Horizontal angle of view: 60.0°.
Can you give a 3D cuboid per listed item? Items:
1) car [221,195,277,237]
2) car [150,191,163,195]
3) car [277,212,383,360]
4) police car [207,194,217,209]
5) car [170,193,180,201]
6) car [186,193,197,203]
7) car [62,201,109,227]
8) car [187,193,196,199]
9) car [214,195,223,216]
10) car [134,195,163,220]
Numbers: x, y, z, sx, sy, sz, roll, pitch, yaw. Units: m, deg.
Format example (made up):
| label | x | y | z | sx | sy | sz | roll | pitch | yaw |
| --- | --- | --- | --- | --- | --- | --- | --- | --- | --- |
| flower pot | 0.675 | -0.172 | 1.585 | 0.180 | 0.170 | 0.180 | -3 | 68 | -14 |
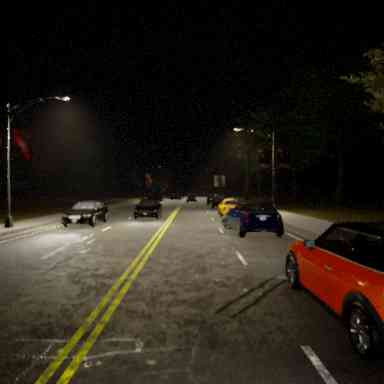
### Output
| label | x | y | z | sx | sy | sz | roll | pitch | yaw |
| --- | --- | --- | --- | --- | --- | --- | --- | --- | --- |
| car | 3.073 | 1.222 | 17.385 | 2.097 | 1.767 | 4.553 | 0 | 0 | -5 |
| car | -6.611 | 0.777 | 62.193 | 2.150 | 2.045 | 5.566 | 0 | 0 | 1 |
| car | 3.242 | 1.306 | 6.039 | 2.097 | 1.767 | 4.553 | 0 | 0 | 0 |
| police car | 3.195 | 1.141 | 39.184 | 1.930 | 1.638 | 5.238 | 0 | 0 | 0 |
| car | -3.349 | 1.006 | 66.890 | 1.882 | 1.535 | 5.008 | 0 | 1 | 0 |
| car | -0.082 | 1.128 | 58.673 | 2.033 | 1.411 | 5.357 | 0 | 0 | 0 |
| car | -6.629 | 1.334 | 21.162 | 2.128 | 1.511 | 4.902 | 0 | 0 | 0 |
| car | -0.110 | 0.978 | 78.716 | 1.895 | 1.301 | 4.718 | 0 | 0 | 0 |
| car | 3.210 | 1.248 | 28.262 | 1.801 | 1.575 | 5.366 | 0 | 0 | 0 |
| car | -3.386 | 1.282 | 26.463 | 1.882 | 1.535 | 5.008 | 0 | 0 | 0 |
